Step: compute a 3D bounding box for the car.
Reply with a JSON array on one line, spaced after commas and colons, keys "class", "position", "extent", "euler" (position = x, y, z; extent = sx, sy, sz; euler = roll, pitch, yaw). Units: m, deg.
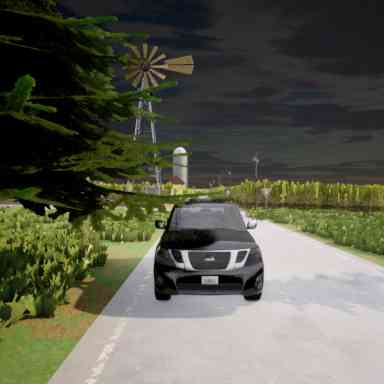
[{"class": "car", "position": [0.336, 1.221, 8.697], "extent": [2.150, 2.045, 5.566], "euler": [0, 0, 0]}]
